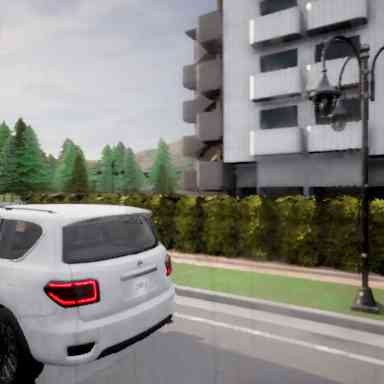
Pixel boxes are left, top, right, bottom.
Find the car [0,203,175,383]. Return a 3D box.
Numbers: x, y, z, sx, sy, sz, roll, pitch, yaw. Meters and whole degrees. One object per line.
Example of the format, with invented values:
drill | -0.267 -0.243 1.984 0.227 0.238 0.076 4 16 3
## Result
car | -2.888 1.213 5.461 5.566 2.045 2.150 0 0 32
